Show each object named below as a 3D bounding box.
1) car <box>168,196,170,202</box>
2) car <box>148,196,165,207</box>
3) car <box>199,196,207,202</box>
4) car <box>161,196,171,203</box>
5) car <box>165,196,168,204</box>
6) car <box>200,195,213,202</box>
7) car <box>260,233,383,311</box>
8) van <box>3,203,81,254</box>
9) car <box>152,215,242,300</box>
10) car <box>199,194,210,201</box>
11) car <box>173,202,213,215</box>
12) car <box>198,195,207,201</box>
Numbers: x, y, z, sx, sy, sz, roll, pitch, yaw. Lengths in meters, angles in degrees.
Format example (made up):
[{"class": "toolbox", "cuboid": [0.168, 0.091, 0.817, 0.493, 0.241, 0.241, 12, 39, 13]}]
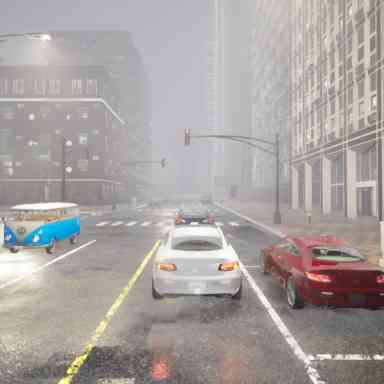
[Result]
[{"class": "car", "cuboid": [-5.693, 1.577, 62.419, 1.947, 1.339, 4.313, 1, 0, 0]}, {"class": "car", "cuboid": [-5.690, 1.561, 51.109, 2.008, 1.369, 4.403, 1, 0, 0]}, {"class": "car", "cuboid": [2.683, 1.595, 79.387, 1.802, 1.307, 4.206, 1, 0, 0]}, {"class": "car", "cuboid": [-5.696, 1.594, 73.728, 1.802, 1.307, 4.206, 1, 0, 0]}, {"class": "car", "cuboid": [-5.691, 1.561, 56.764, 2.008, 1.369, 4.403, 1, 0, 0]}, {"class": "car", "cuboid": [2.688, 1.592, 56.768, 1.802, 1.307, 4.206, 1, 0, 0]}, {"class": "car", "cuboid": [2.699, 1.584, 7.511, 1.802, 1.307, 4.206, 1, 0, 0]}, {"class": "van", "cuboid": [-5.765, 1.345, 13.193, 1.690, 1.788, 3.998, 1, 0, 0]}, {"class": "car", "cuboid": [0.103, 1.528, 8.273, 1.812, 1.442, 4.674, 0, 0, 0]}, {"class": "car", "cuboid": [2.691, 1.326, 62.423, 2.192, 1.841, 5.009, 1, 0, 0]}, {"class": "car", "cuboid": [0.072, 1.508, 17.386, 2.163, 1.488, 4.792, 0, 0, -1]}, {"class": "car", "cuboid": [2.682, 1.564, 85.042, 2.008, 1.369, 4.403, 1, 0, 0]}]
